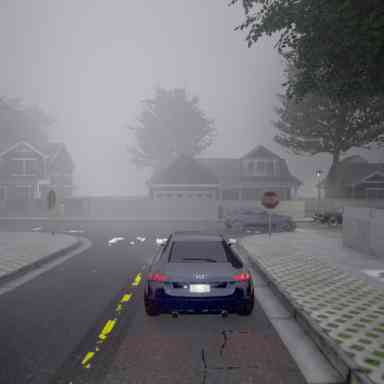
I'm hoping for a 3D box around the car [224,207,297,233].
[{"bbox_3d":[3.956,1.593,19.564,4.181,1.385,1.994,0,1,-1],"label":"car"}]

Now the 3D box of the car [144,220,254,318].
[{"bbox_3d":[0.105,1.562,7.507,1.994,1.385,4.181,0,0,-1],"label":"car"}]

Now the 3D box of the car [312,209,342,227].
[{"bbox_3d":[10.750,1.631,22.595,4.718,1.301,1.895,0,1,-1],"label":"car"}]

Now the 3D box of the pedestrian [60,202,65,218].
[{"bbox_3d":[-9.824,1.338,25.247,0.375,1.300,0.375,0,0,-1],"label":"pedestrian"}]
